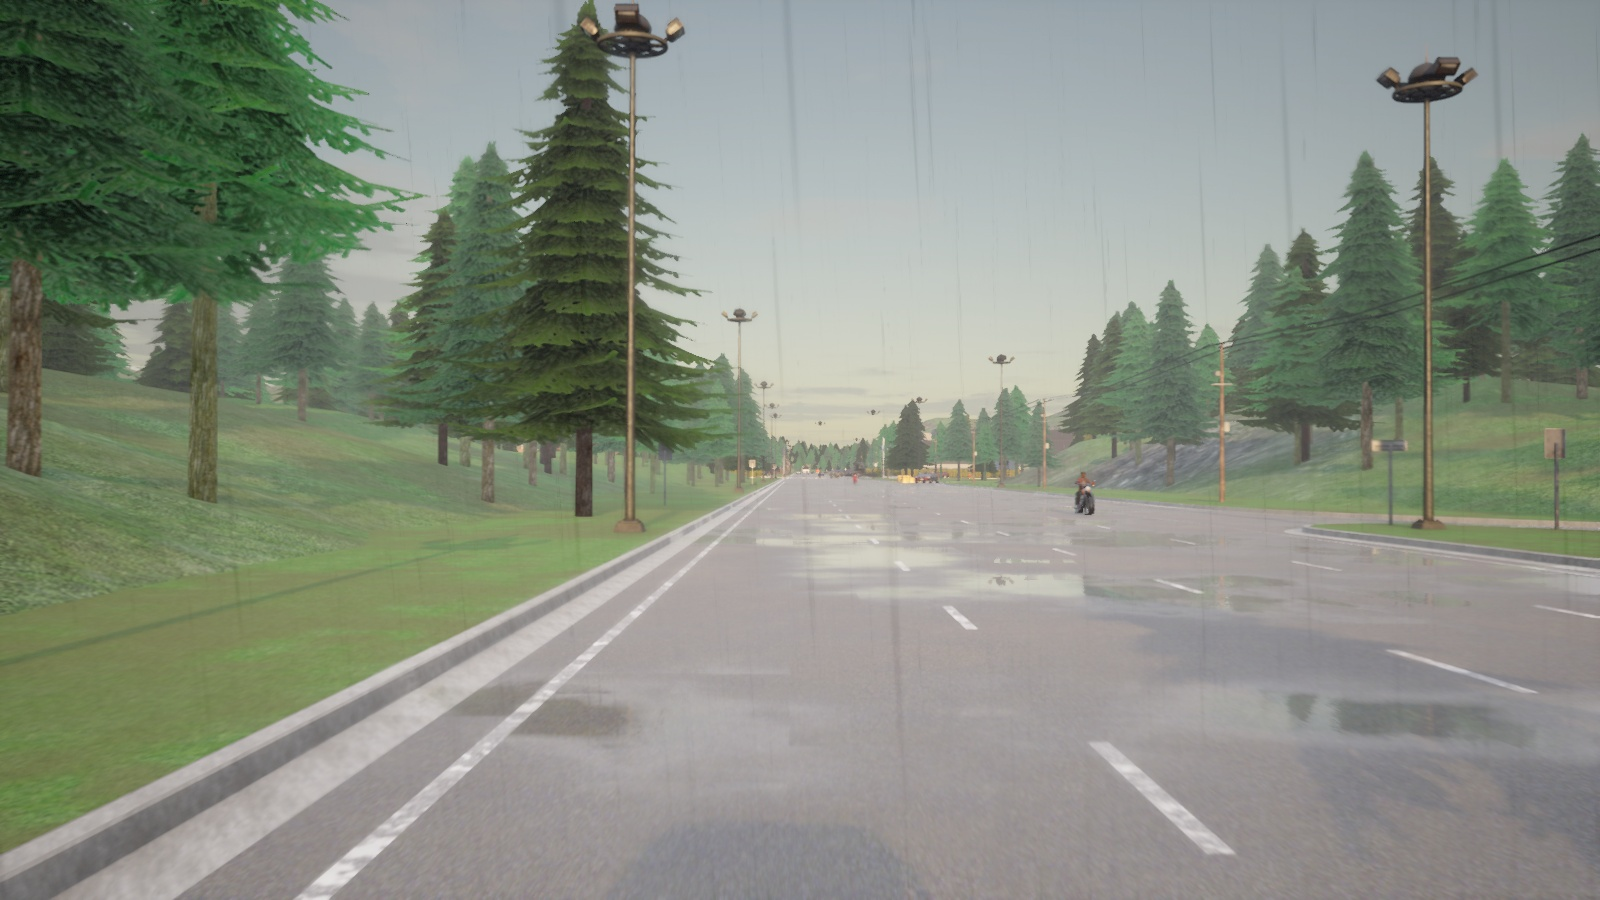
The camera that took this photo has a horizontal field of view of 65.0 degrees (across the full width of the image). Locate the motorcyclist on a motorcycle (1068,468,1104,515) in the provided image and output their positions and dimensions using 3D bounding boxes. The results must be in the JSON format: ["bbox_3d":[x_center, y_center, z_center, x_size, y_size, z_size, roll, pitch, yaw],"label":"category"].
[{"bbox_3d":[10.389,1.488,45.688,0.766,1.649,2.350,0,-1,0],"label":"motorcyclist on a motorcycle"}]
